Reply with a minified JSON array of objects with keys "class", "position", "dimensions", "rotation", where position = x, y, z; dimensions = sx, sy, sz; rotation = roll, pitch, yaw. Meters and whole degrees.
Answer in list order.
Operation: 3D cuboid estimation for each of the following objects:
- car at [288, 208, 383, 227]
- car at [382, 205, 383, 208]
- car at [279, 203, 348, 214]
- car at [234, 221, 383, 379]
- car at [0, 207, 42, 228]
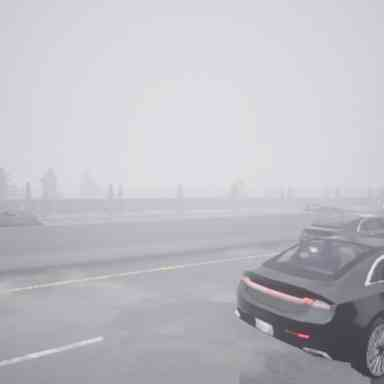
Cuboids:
[{"class":"car","position":[5.745,1.473,11.062],"dimensions":[4.892,1.490,1.837],"rotation":[0,0,-29]},{"class":"car","position":[20.986,1.523,32.375],"dimensions":[4.718,1.301,1.895],"rotation":[0,0,-16]},{"class":"car","position":[7.257,1.429,19.854],"dimensions":[4.902,1.511,2.128],"rotation":[0,0,-24]},{"class":"car","position":[2.969,1.476,5.452],"dimensions":[4.902,1.511,2.128],"rotation":[0,0,-32]},{"class":"car","position":[-9.192,1.409,14.452],"dimensions":[4.902,1.511,2.128],"rotation":[0,0,-34]}]
